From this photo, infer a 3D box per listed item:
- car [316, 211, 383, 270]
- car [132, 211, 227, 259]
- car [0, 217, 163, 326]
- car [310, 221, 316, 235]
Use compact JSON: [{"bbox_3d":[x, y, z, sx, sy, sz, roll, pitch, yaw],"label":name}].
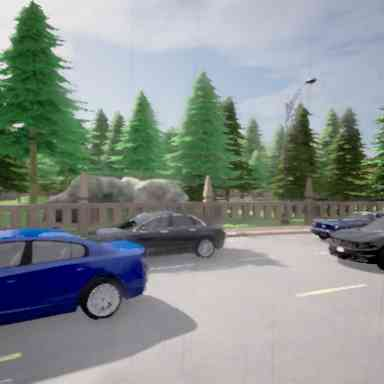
[{"bbox_3d":[6.761,1.434,10.558,5.008,1.535,1.882,0,1,-18],"label":"car"},{"bbox_3d":[-1.194,1.394,10.866,4.892,1.490,1.837,1,0,-27],"label":"car"},{"bbox_3d":[-3.206,1.396,5.668,5.008,1.535,1.882,0,0,-33],"label":"car"},{"bbox_3d":[7.684,1.528,14.622,4.718,1.301,1.895,0,1,-15],"label":"car"}]
